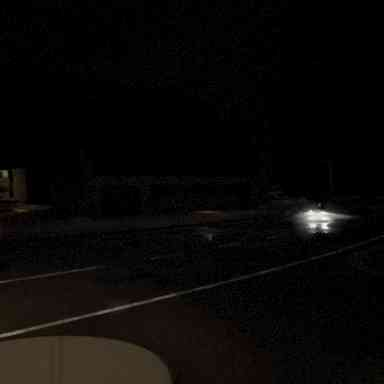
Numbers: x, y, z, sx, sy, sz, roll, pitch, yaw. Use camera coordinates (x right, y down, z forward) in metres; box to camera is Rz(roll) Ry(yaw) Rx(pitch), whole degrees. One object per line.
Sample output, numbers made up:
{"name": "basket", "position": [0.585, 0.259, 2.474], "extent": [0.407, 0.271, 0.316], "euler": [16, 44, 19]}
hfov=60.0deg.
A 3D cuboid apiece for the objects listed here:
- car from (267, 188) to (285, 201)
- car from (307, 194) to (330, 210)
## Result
{"name": "car", "position": [12.943, 0.426, 55.179], "extent": [2.150, 2.045, 5.566], "euler": [-1, 0, -27]}
{"name": "car", "position": [12.730, 0.932, 33.626], "extent": [2.128, 1.511, 4.902], "euler": [-1, 1, 18]}
